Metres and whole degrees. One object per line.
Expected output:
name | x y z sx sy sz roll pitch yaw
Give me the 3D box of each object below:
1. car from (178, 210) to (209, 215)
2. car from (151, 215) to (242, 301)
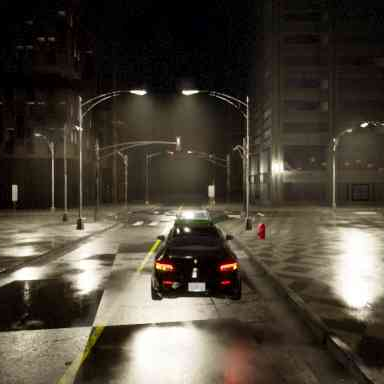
car | 0.074 1.593 17.235 1.895 1.301 4.718 0 0 0
car | 0.085 1.523 8.210 1.812 1.442 4.674 0 0 0
